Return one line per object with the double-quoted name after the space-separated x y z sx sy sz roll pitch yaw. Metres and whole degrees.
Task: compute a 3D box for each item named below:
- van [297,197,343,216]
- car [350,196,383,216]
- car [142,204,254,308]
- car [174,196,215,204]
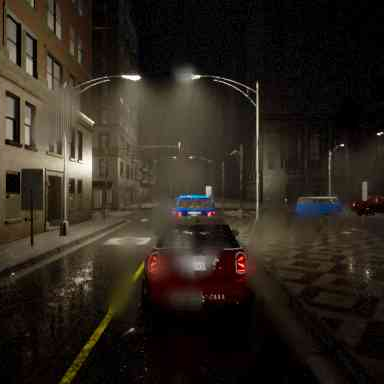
11.757 1.349 30.819 3.998 1.788 1.690 0 0 -1 "van"
17.398 1.322 30.900 5.009 1.841 2.192 0 0 -1 "car"
0.109 1.346 8.075 2.097 1.767 4.553 0 0 0 "car"
0.118 1.207 17.932 2.150 2.045 5.566 0 0 0 "car"
